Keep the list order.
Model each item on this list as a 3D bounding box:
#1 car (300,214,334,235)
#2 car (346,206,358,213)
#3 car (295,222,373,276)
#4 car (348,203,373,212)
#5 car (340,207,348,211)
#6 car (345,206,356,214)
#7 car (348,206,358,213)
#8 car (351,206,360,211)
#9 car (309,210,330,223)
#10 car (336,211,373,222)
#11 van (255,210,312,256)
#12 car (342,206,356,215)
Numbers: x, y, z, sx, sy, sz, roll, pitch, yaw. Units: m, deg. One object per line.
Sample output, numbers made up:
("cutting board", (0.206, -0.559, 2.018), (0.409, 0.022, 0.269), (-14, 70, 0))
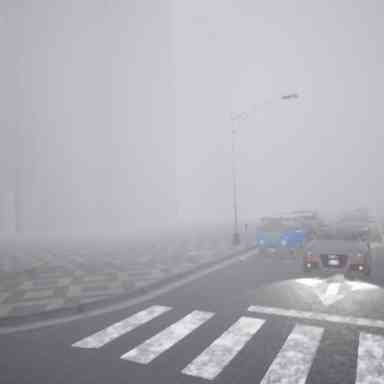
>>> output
("car", (9.714, 2.474, 25.673), (1.802, 1.307, 4.206), (-3, -3, 28))
("car", (34.032, 3.795, 70.593), (1.947, 1.339, 4.313), (-3, -3, 28))
("car", (5.165, 1.954, 11.688), (1.994, 1.385, 4.181), (-3, -3, 28))
("car", (19.263, 2.500, 37.643), (2.097, 1.767, 4.553), (-3, -3, 29))
("car", (25.925, 3.333, 55.621), (2.008, 1.369, 4.403), (-3, -3, 28))
("car", (31.247, 3.601, 65.454), (1.752, 1.417, 4.829), (-3, -3, 28))
("car", (36.651, 3.899, 75.435), (1.752, 1.417, 4.829), (-3, -3, 28))
("car", (42.137, 4.223, 85.566), (1.887, 1.381, 4.507), (-3, -3, 28))
("car", (7.004, 2.062, 20.694), (2.192, 1.841, 5.009), (-3, -3, 28))
("car", (10.474, 2.201, 21.493), (1.812, 1.442, 4.674), (-3, -3, 28))
("van", (4.303, 1.944, 15.702), (1.690, 1.788, 3.998), (-3, -3, 28))
("car", (28.624, 3.371, 60.616), (1.967, 1.590, 4.097), (-3, -3, 28))
